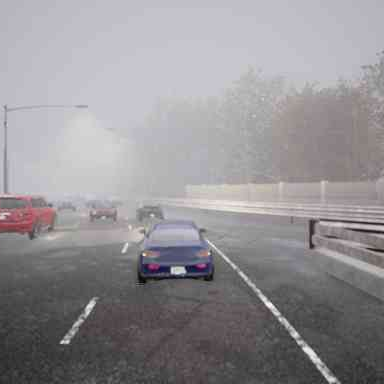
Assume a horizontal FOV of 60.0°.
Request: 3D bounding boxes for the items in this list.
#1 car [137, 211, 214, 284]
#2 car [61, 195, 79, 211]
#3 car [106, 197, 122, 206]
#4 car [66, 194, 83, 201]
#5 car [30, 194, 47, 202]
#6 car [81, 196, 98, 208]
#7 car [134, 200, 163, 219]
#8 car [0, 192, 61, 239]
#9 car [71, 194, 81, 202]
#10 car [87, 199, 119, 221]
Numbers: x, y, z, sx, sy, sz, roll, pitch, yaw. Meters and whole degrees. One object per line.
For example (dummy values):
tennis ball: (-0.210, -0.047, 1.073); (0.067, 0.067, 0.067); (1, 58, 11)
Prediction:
car: (-0.512, 1.494, 9.393); (1.812, 1.442, 4.674); (0, 0, -5)
car: (-14.362, 1.419, 37.995); (2.033, 1.411, 5.357); (0, 0, -22)
car: (-11.974, 1.433, 49.613); (1.895, 1.301, 4.718); (0, 0, -27)
car: (-24.875, 1.143, 70.058); (1.812, 1.442, 4.674); (0, 0, -41)
car: (-30.332, 1.114, 65.674); (1.882, 1.535, 5.008); (0, 0, -41)
car: (-13.313, 1.376, 44.324); (1.812, 1.442, 4.674); (0, 0, -24)
car: (-3.463, 1.417, 26.555); (1.837, 1.490, 4.892); (0, 1, -13)
car: (-8.503, 1.165, 16.796); (2.150, 2.045, 5.566); (0, 0, -10)
car: (-21.851, 1.378, 65.997); (1.895, 1.301, 4.718); (0, 0, -36)
car: (-6.893, 1.513, 26.045); (1.895, 1.301, 4.718); (0, 0, -14)
